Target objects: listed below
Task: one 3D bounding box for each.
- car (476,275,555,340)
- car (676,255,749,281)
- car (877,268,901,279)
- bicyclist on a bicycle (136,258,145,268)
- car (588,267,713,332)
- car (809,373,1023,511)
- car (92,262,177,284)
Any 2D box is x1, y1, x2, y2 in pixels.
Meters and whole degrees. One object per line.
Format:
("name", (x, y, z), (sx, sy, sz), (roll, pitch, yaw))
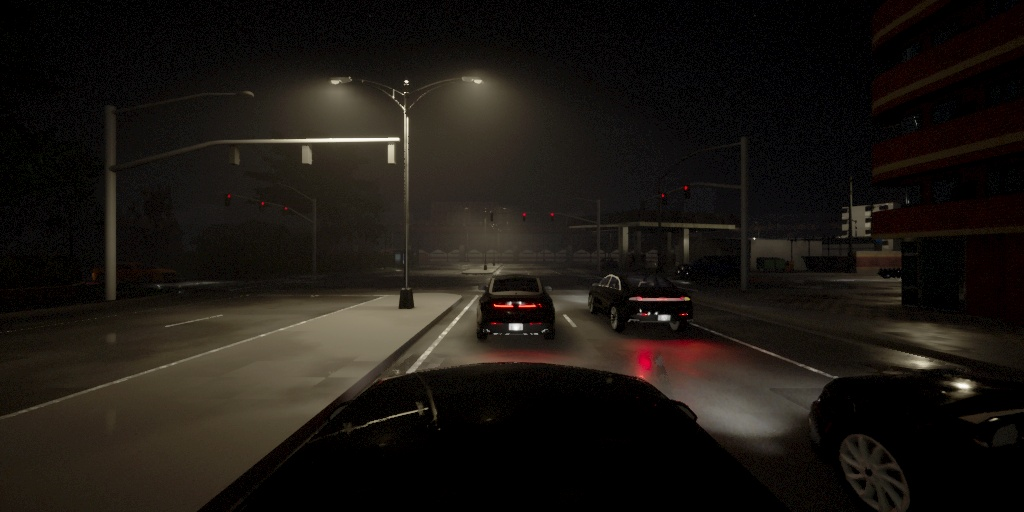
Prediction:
("car", (0.097, 1.255, 10.016), (1.837, 1.490, 4.892), (0, 0, 0))
("car", (16.637, 0.972, 29.864), (5.566, 2.045, 2.150), (0, 0, -1))
("car", (33.783, 1.350, 30.107), (4.718, 1.301, 1.895), (0, 0, -1))
("bicyclist on a bicycle", (-38.222, 1.053, 36.751), (0.582, 1.620, 1.656), (0, 0, 0))
("car", (3.604, 1.241, 10.871), (2.128, 1.511, 4.902), (0, 0, 0))
("car", (3.598, 1.253, 1.225), (1.837, 1.490, 4.892), (0, 0, 0))
("car", (-27.587, 1.228, 26.331), (5.008, 1.535, 1.882), (0, 0, 0))
